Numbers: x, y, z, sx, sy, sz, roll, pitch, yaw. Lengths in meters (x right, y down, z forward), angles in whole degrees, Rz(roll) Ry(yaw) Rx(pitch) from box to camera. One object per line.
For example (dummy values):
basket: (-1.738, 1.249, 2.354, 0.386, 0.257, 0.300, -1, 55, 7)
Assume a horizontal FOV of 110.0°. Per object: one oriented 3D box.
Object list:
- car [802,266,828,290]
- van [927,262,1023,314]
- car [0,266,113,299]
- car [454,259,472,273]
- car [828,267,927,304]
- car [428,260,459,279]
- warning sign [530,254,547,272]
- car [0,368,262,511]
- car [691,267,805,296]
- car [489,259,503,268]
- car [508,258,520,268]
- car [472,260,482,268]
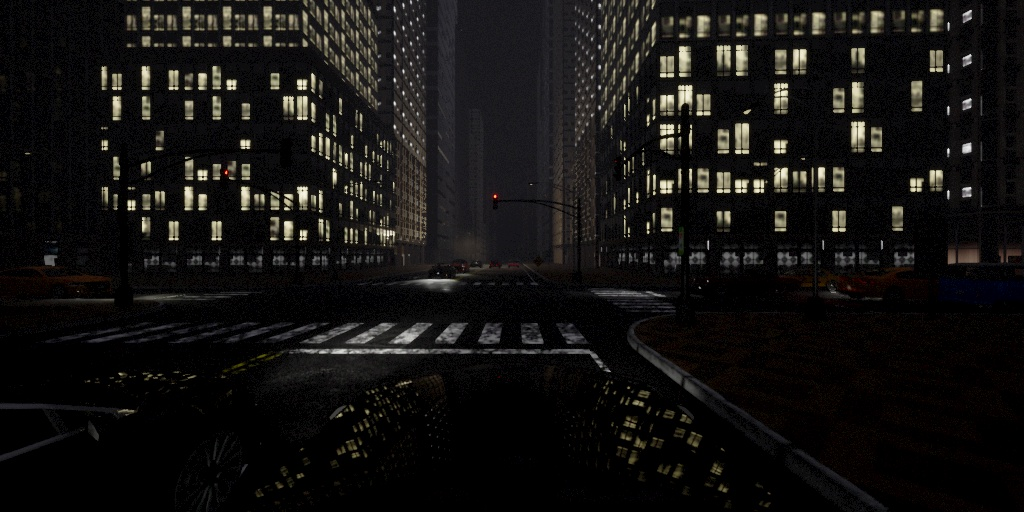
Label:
car: (17.172, 1.295, 21.359, 4.829, 1.417, 1.751, 0, 0, 2)
van: (18.407, 1.120, 13.182, 3.998, 1.789, 1.690, 0, 0, 2)
car: (-22.317, 1.237, 17.243, 5.008, 1.535, 1.882, 0, 0, 0)
car: (-6.417, 1.154, 43.414, 2.097, 1.767, 4.553, 0, 0, 0)
car: (17.501, 1.253, 15.852, 5.008, 1.535, 1.882, 0, 0, 3)
car: (-6.461, 1.345, 33.417, 1.994, 1.385, 4.181, 0, 0, 0)
warning sign: (3.024, 0.913, 41.409, 1.300, 1.860, 1.060, 0, 0, 0)
car: (-3.154, 1.241, 1.219, 2.128, 1.511, 4.902, 0, 0, 0)
car: (12.182, 1.370, 18.966, 4.718, 1.301, 1.895, 0, 0, 2)
car: (-2.885, 1.365, 62.344, 1.837, 1.490, 4.892, 0, 0, 0)
car: (0.276, 1.468, 64.466, 1.895, 1.301, 4.718, 0, 0, 0)
car: (-6.280, 1.408, 62.883, 2.033, 1.411, 5.357, 0, 0, 1)
